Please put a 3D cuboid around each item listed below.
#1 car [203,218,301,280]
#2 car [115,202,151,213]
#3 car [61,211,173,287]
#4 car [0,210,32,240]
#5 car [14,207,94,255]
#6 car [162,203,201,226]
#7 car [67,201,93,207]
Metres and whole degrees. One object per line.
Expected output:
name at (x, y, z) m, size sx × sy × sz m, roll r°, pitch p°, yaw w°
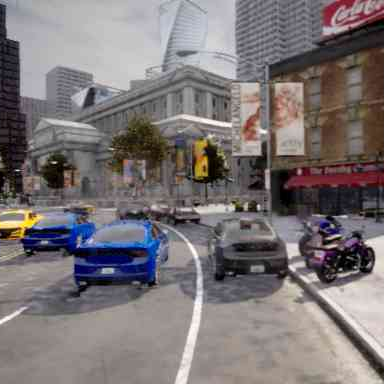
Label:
car at (1.466, 1.536, 10.058) m, size 1.837 × 1.490 × 4.892 m, roll -1°, pitch 0°, yaw -1°
car at (-5.043, 1.606, 27.199) m, size 2.097 × 1.767 × 4.553 m, roll -1°, pitch 0°, yaw -19°
car at (-1.770, 1.568, 9.657) m, size 1.882 × 1.535 × 5.008 m, roll -1°, pitch 0°, yaw 1°
car at (-9.479, 1.763, 17.947) m, size 1.882 × 1.535 × 5.008 m, roll -1°, pitch -1°, yaw -11°
car at (-5.485, 1.664, 14.326) m, size 1.882 × 1.535 × 5.008 m, roll -1°, pitch 0°, yaw -5°
car at (-0.800, 1.758, 25.103) m, size 1.895 × 1.301 × 4.718 m, roll -1°, pitch 0°, yaw -14°
car at (-11.734, 1.920, 33.474) m, size 1.837 × 1.490 × 4.892 m, roll 0°, pitch -1°, yaw -29°
